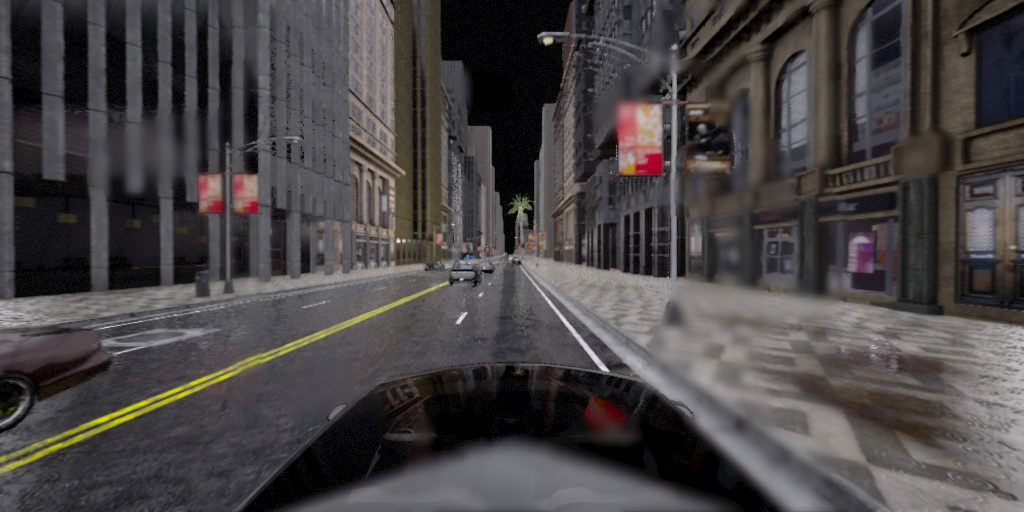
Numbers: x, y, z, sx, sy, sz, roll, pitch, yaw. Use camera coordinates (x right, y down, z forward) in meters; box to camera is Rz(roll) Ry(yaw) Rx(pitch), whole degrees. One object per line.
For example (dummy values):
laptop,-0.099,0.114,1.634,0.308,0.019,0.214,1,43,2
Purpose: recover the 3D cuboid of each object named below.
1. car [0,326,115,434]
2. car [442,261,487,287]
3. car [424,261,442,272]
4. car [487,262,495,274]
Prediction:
car,-6.600,1.299,2.649,2.033,1.411,5.357,0,0,0
car,-3.144,1.259,24.867,2.128,1.511,4.902,0,0,0
car,-9.815,1.335,45.707,1.994,1.385,4.181,0,0,0
car,-3.139,1.335,42.715,1.994,1.385,4.181,0,0,0
